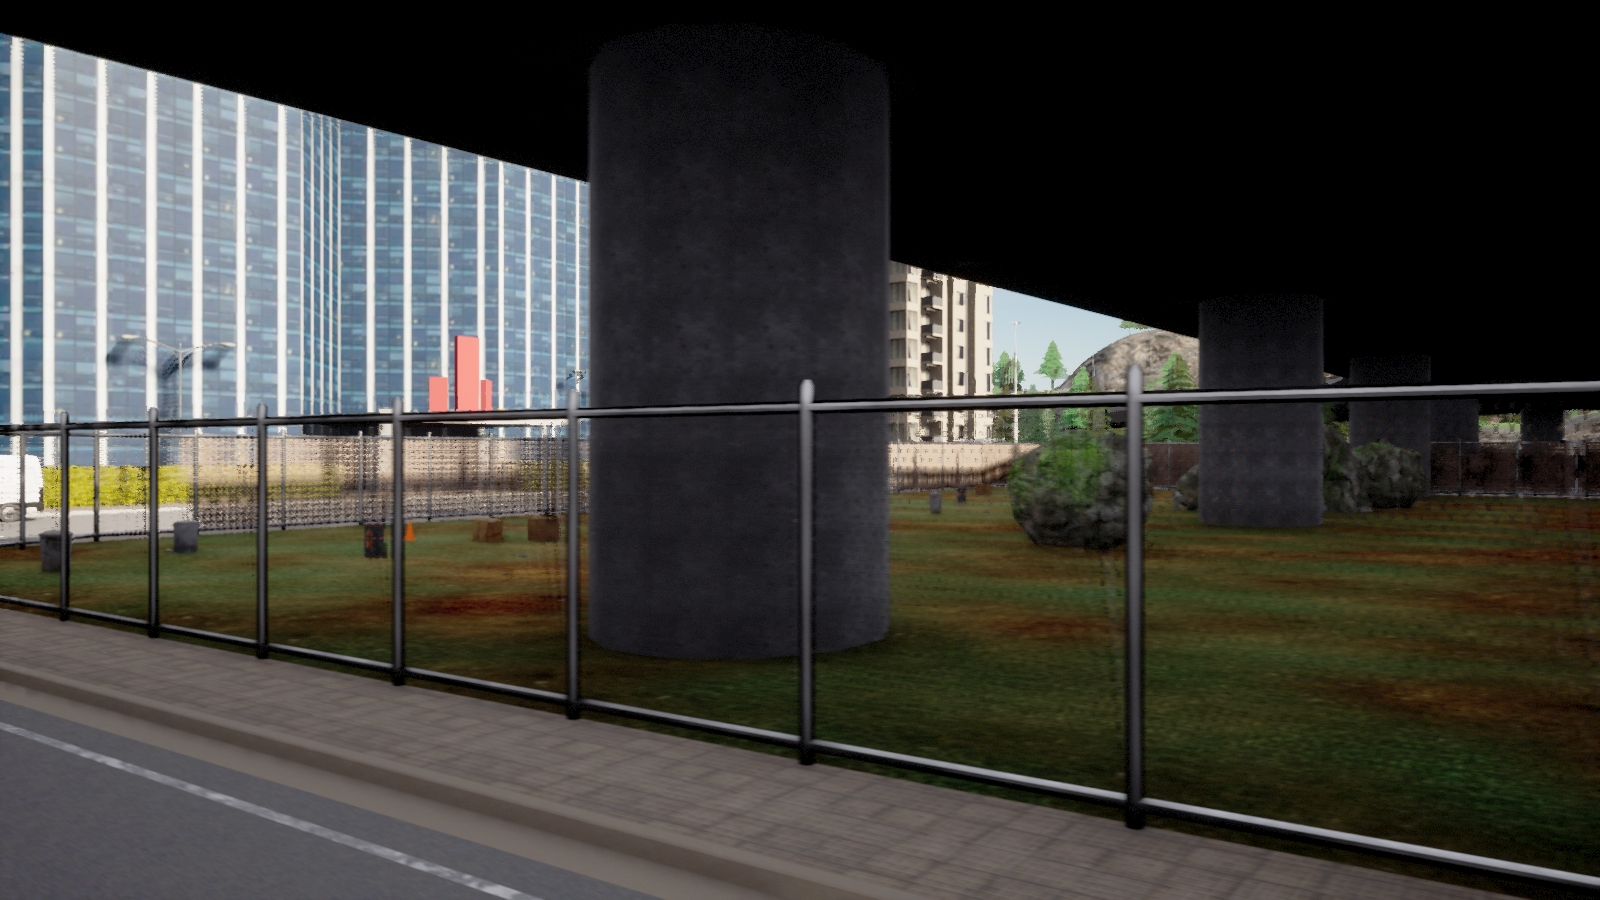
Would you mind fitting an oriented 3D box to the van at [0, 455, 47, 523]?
[{"bbox_3d":[-31.719,1.477,42.489,1.988,2.561,5.915,0,0,35],"label":"van"}]
